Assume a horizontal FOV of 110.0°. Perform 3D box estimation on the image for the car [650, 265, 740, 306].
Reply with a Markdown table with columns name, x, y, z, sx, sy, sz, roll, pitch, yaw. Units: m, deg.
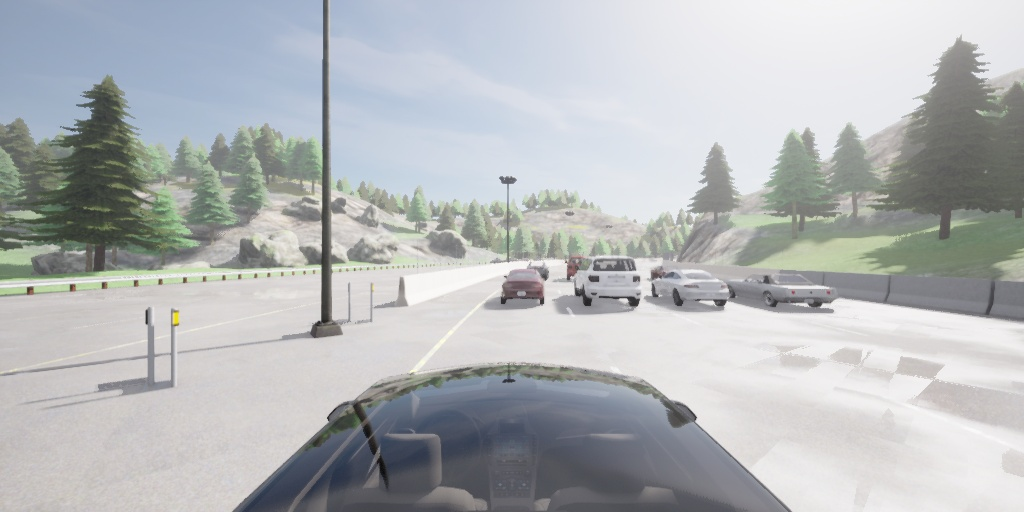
| name | x | y | z | sx | sy | sz | roll | pitch | yaw |
| --- | --- | --- | --- | --- | --- | --- | --- | --- | --- |
| car | 7.529 | 1.283 | 15.538 | 1.812 | 1.442 | 4.674 | 0 | 0 | 4 |

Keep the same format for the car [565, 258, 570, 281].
| name | x | y | z | sx | sy | sz | roll | pitch | yaw |
| --- | --- | --- | --- | --- | --- | --- | --- | --- | --- |
| car | 5.660 | 1.008 | 30.076 | 2.150 | 2.045 | 5.566 | 0 | 0 | 9 |

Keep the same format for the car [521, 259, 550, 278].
| name | x | y | z | sx | sy | sz | roll | pitch | yaw |
| --- | --- | --- | --- | --- | --- | --- | --- | --- | --- |
| car | 2.195 | 1.245 | 30.572 | 2.128 | 1.511 | 4.902 | 0 | 0 | 9 |

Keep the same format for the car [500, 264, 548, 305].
| name | x | y | z | sx | sy | sz | roll | pitch | yaw |
| --- | --- | --- | --- | --- | --- | --- | --- | --- | --- |
| car | 0.549 | 1.283 | 16.064 | 1.812 | 1.442 | 4.674 | 0 | 0 | 4 |

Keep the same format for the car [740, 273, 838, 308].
| name | x | y | z | sx | sy | sz | roll | pitch | yaw |
| --- | --- | --- | --- | --- | --- | --- | --- | --- | --- |
| car | 11.021 | 1.366 | 15.305 | 1.895 | 1.301 | 4.718 | 0 | 0 | 4 |

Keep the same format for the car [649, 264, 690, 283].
| name | x | y | z | sx | sy | sz | roll | pitch | yaw |
| --- | --- | --- | --- | --- | --- | --- | --- | --- | --- |
| car | 12.581 | 1.366 | 29.025 | 1.895 | 1.301 | 4.718 | 0 | 0 | 9 |

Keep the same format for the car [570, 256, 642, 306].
| name | x | y | z | sx | sy | sz | roll | pitch | yaw |
| --- | --- | --- | --- | --- | --- | --- | --- | --- | --- |
| car | 4.041 | 1.008 | 15.831 | 2.150 | 2.045 | 5.566 | 0 | 0 | 4 |
